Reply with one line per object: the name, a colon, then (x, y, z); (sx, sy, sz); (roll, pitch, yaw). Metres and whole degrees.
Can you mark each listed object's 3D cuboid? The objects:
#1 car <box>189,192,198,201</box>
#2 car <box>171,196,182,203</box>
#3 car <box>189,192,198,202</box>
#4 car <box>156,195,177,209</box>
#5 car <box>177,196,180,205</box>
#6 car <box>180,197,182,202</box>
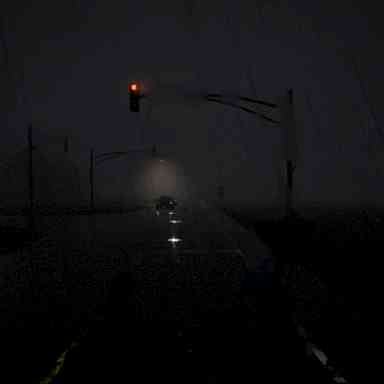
car: (0.311, 1.115, 85.812); (2.150, 2.045, 5.566); (0, 0, 0)
car: (-3.243, 1.477, 70.837); (1.994, 1.385, 4.181); (0, 0, 0)
car: (0.275, 1.269, 75.597); (2.097, 1.767, 4.553); (0, 0, 0)
car: (-3.432, 1.320, 43.494); (2.097, 1.767, 4.553); (0, 0, 0)
car: (-3.399, 1.308, 52.275); (2.097, 1.767, 4.553); (0, 0, 0)
car: (-3.349, 1.468, 61.091); (1.812, 1.442, 4.674); (0, 0, 1)
